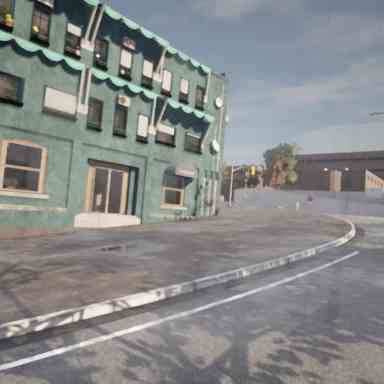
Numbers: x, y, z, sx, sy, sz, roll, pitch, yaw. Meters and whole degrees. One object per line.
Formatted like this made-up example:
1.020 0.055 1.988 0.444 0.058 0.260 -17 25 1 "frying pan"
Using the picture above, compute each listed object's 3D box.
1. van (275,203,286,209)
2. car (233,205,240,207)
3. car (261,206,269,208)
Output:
15.427 2.985 57.869 1.878 1.987 4.442 2 -5 19 "van"
8.415 3.300 63.366 1.946 1.575 5.366 2 -5 19 "car"
13.115 3.295 59.816 2.002 1.452 4.674 1 -6 19 "car"
